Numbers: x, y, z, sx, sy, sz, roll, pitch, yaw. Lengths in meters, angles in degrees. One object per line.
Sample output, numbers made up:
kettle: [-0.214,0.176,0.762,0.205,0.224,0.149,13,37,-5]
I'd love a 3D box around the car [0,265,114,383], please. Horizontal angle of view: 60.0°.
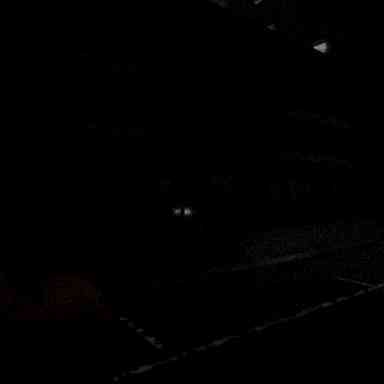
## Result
car: [-3.348,1.531,3.686,4.829,1.417,1.752,-1,2,-35]
